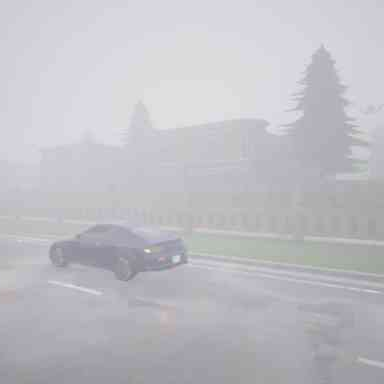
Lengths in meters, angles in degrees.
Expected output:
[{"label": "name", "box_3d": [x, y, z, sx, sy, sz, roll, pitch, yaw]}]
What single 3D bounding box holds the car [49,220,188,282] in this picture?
[{"label": "car", "box_3d": [-2.285, 1.569, 9.888, 4.674, 1.442, 1.812, -1, 0, 35]}]
